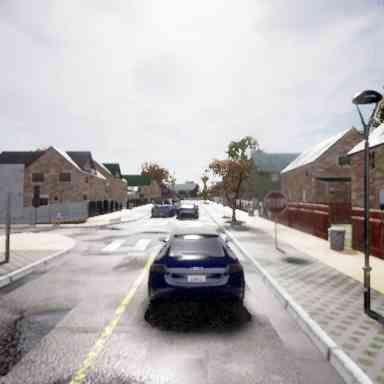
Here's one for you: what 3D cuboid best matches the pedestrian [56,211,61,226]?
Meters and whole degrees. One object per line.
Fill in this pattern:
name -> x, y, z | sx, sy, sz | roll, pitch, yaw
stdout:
pedestrian -> -9.916, 1.938, 24.726 | 0.500, 1.100, 0.500 | 0, -2, 5

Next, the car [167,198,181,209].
car -> -2.852, 1.829, 53.790 | 1.882, 1.535, 5.008 | 0, 0, 0

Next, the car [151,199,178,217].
car -> -2.856, 1.543, 33.389 | 2.097, 1.767, 4.553 | 0, 0, 0

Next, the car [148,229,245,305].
car -> 0.095, 1.603, 8.248 | 1.994, 1.385, 4.181 | 0, 0, 0

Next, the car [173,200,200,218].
car -> -0.341, 1.743, 31.837 | 1.994, 1.385, 4.181 | 0, 0, 4
